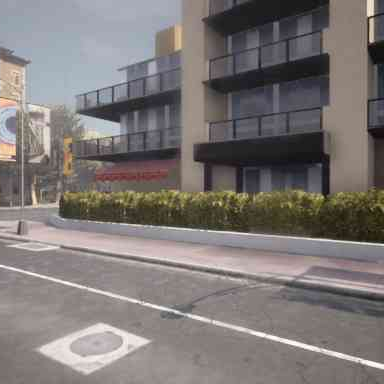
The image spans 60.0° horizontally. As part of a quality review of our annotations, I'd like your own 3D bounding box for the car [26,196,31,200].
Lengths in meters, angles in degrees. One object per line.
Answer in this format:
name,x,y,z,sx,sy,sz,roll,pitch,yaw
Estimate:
car,-36.648,1.481,72.063,4.892,1.521,2.231,0,0,35
